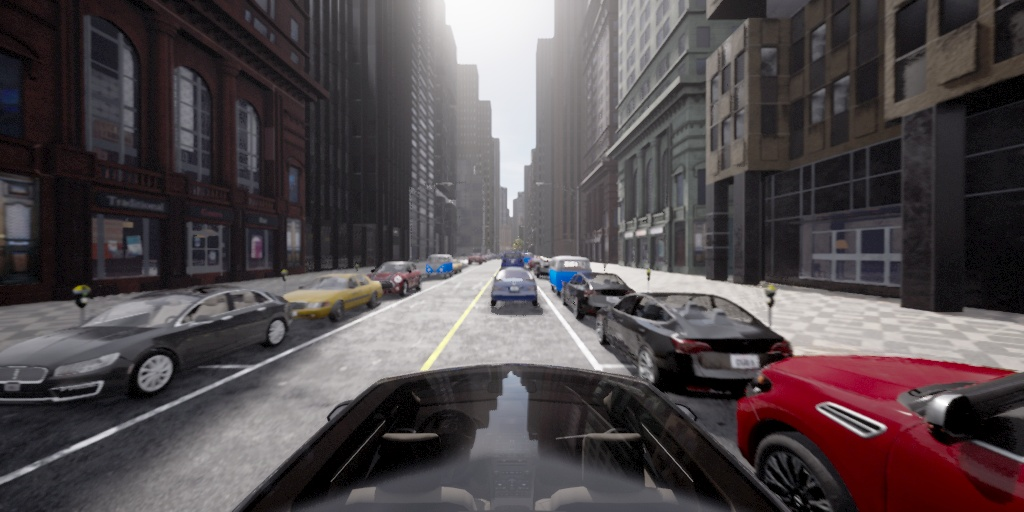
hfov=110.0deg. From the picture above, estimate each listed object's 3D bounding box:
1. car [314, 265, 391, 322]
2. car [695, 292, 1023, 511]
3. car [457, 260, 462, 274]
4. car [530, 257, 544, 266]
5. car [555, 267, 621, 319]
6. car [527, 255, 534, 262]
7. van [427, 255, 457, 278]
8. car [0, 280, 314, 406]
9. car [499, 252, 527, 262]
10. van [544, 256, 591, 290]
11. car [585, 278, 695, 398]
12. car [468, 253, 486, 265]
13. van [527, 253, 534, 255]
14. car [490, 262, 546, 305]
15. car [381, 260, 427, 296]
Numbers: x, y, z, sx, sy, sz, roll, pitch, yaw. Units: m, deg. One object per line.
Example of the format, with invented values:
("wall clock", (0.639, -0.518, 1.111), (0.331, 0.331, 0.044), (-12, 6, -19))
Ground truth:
("car", (-5.771, 1.160, 11.791), (1.751, 1.417, 4.829), (0, 0, 0))
("car", (2.764, 1.075, 0.707), (2.192, 1.841, 5.009), (0, 0, 0))
("car", (-5.790, 0.903, 34.334), (1.751, 1.417, 4.829), (0, 0, 0))
("car", (2.740, 1.005, 28.888), (1.948, 1.339, 4.313), (0, 0, 0))
("car", (2.754, 1.198, 11.979), (1.948, 1.339, 4.313), (0, 0, 0))
("car", (2.730, 0.856, 40.161), (1.888, 1.381, 4.507), (0, 0, 0))
("van", (-5.785, 0.782, 28.869), (1.690, 1.789, 3.998), (0, 0, 0))
("car", (-5.766, 1.249, 6.325), (2.007, 1.370, 4.403), (0, 0, 0))
("car", (0.068, 0.582, 35.872), (2.150, 2.045, 5.566), (0, 1, 0))
("van", (2.749, 0.908, 17.616), (1.690, 1.789, 3.998), (0, 0, 0))
("car", (2.759, 1.262, 6.343), (1.948, 1.339, 4.313), (0, 0, 0))
("car", (-5.810, 0.442, 57.048), (2.192, 1.841, 5.009), (0, 0, 0))
("van", (2.715, 0.466, 57.070), (1.690, 1.789, 3.998), (0, 0, 0))
("car", (0.082, 1.146, 15.004), (2.033, 1.411, 5.357), (0, 1, 0))
("car", (-5.776, 1.010, 17.596), (1.967, 1.591, 4.097), (0, 0, 0))
